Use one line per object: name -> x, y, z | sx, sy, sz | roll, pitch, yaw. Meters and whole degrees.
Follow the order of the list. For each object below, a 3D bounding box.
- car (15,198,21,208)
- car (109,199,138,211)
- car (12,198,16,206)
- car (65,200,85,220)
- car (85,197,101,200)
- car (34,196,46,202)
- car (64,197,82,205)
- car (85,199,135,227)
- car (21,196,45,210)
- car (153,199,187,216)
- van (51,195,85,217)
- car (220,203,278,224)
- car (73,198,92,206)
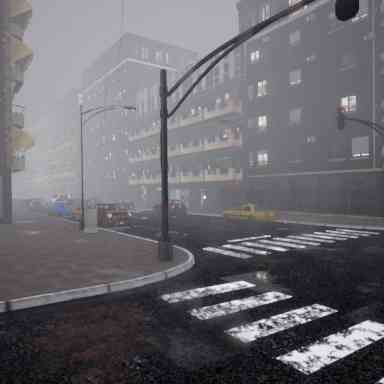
car -> -25.222, 1.769, 50.915 | 1.947, 1.339, 4.313 | -1, 1, -36
car -> -8.738, 1.581, 42.305 | 2.008, 1.369, 4.403 | -1, 1, -36
car -> -31.672, 1.782, 59.911 | 1.887, 1.381, 4.507 | -1, 1, -36
car -> -8.999, 1.652, 28.289 | 1.752, 1.417, 4.829 | -1, 1, -36
car -> -15.189, 1.502, 51.299 | 1.967, 1.590, 4.097 | -1, 1, -36
car -> -37.762, 1.728, 82.784 | 1.887, 1.381, 4.507 | -1, 1, -36
car -> -21.637, 1.645, 60.295 | 2.008, 1.369, 4.403 | -1, 1, -36
car -> -5.875, 1.553, 23.930 | 1.967, 1.590, 4.097 | -1, 1, -36
car -> -21.999, 1.628, 46.417 | 1.967, 1.590, 4.097 | -1, 1, -36
car -> -2.290, 1.441, 33.309 | 1.967, 1.590, 4.097 | -1, 1, -36
van -> -12.326, 1.483, 32.923 | 1.690, 1.788, 3.998 | -1, 1, -36
car -> 4.062, 1.498, 24.453 | 1.752, 1.417, 4.829 | -1, 1, -36
car -> -18.413, 1.643, 55.798 | 1.947, 1.339, 4.313 | -1, 1, -36
